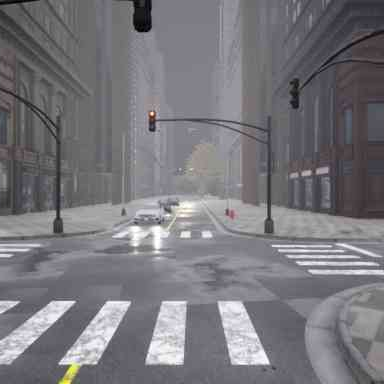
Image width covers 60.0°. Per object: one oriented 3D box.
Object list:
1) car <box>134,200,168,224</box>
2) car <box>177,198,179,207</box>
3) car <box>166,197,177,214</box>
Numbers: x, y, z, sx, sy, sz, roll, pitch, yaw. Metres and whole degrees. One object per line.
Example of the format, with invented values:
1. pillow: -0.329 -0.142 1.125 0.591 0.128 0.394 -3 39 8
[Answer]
1. car: -3.060 1.525 24.588 1.812 1.442 4.674 0 0 0
2. car: -2.981 1.497 51.594 1.882 1.535 5.008 0 0 0
3. car: -3.042 1.550 35.831 2.033 1.411 5.357 0 0 0
